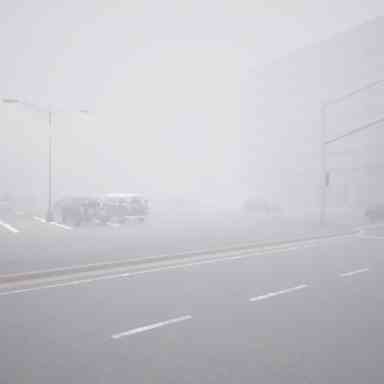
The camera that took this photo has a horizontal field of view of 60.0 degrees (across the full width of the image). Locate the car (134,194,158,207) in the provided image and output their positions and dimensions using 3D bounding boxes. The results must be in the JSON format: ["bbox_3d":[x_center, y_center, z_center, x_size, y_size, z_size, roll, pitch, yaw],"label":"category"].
[{"bbox_3d":[-8.953,1.547,66.022,2.128,1.511,4.902,0,0,-35],"label":"car"}]

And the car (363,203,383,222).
[{"bbox_3d":[15.561,1.564,25.270,1.812,1.442,4.674,0,0,-35],"label":"car"}]

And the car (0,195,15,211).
[{"bbox_3d":[-21.815,1.451,37.892,1.970,1.475,3.806,0,0,-35],"label":"car"}]

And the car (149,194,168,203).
[{"bbox_3d":[-7.019,1.407,69.358,2.097,1.767,4.553,0,0,-35],"label":"car"}]

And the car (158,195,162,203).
[{"bbox_3d":[-3.540,1.533,58.443,1.882,1.535,5.008,0,0,-36],"label":"car"}]

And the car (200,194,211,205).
[{"bbox_3d":[1.037,1.278,58.049,2.150,2.045,5.566,0,0,-35],"label":"car"}]

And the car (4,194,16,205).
[{"bbox_3d":[-29.692,1.212,53.715,1.905,1.878,3.866,0,0,-35],"label":"car"}]

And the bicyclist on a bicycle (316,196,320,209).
[{"bbox_3d":[16.505,1.356,42.866,1.656,1.620,0.582,0,0,-35],"label":"bicyclist on a bicycle"}]

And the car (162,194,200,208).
[{"bbox_3d":[-1.676,1.279,49.469,2.150,2.045,5.566,0,0,-36],"label":"car"}]

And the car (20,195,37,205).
[{"bbox_3d":[-27.298,1.209,55.342,1.932,1.855,4.605,0,0,-35],"label":"car"}]

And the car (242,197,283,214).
[{"bbox_3d":[7.658,1.410,36.357,2.097,1.767,4.553,0,0,-35],"label":"car"}]
